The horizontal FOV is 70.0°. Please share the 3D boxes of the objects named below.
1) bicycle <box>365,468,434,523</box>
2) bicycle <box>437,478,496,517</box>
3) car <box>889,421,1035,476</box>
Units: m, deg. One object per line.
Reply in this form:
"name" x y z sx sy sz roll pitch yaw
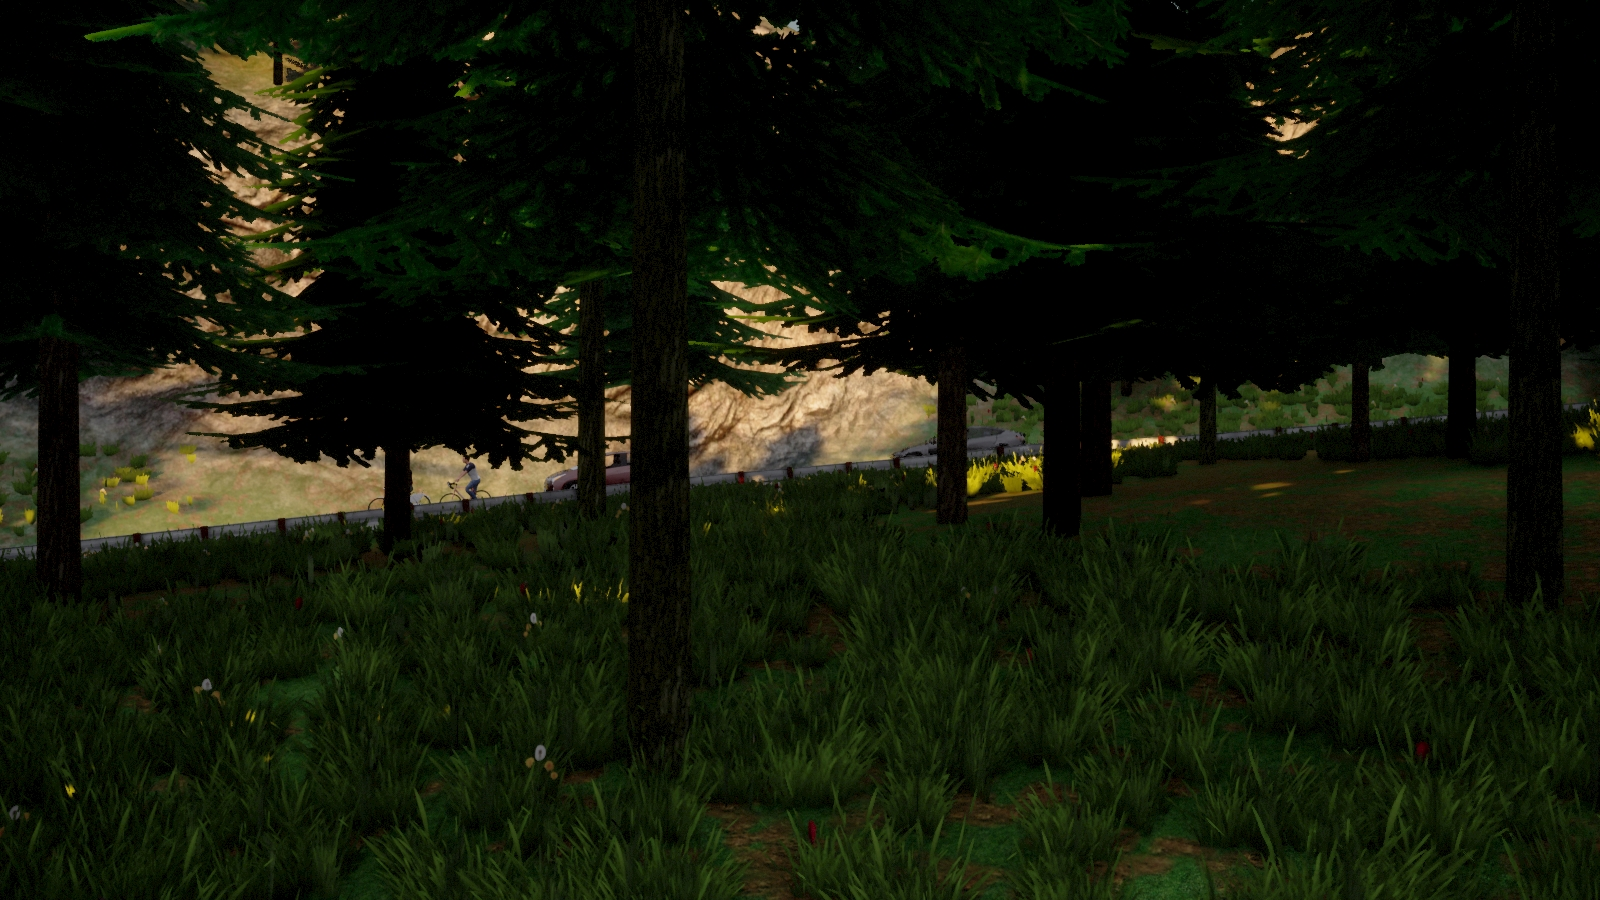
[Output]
"bicycle" -12.076 1.355 34.489 1.835 1.471 0.329 -5 2 -29
"bicycle" -10.252 1.440 35.171 1.643 1.024 0.373 -5 3 -36
"car" 5.604 -0.054 40.020 4.792 1.488 2.163 -4 0 4
